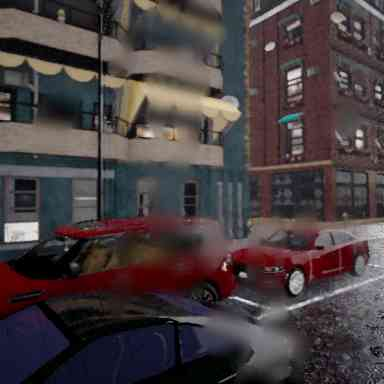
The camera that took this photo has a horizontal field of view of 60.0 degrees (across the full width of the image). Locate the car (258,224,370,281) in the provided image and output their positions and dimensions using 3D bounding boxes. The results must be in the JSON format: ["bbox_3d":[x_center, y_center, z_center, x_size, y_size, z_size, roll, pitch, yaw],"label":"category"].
[{"bbox_3d":[2.962,1.595,8.804,4.507,1.381,1.887,-1,0,-37],"label":"car"}]

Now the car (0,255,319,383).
[{"bbox_3d":[-0.974,1.619,2.649,4.181,1.385,1.994,-1,-1,-37],"label":"car"}]

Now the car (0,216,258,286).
[{"bbox_3d":[-1.504,1.408,5.470,5.009,1.841,2.192,-1,0,-37],"label":"car"}]
